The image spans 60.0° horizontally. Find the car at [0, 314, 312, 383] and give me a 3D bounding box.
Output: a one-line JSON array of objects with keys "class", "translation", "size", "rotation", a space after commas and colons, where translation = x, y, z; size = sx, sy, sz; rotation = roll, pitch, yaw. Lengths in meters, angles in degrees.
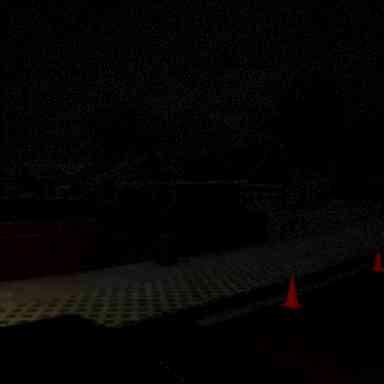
[{"class": "car", "translation": [-1.334, 1.605, 1.698], "size": [4.718, 1.301, 1.895], "rotation": [1, -1, -37]}]

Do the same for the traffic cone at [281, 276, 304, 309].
[{"class": "traffic cone", "translation": [2.053, 2.025, 6.794], "size": [0.340, 0.580, 0.340], "rotation": [1, -1, -41]}]

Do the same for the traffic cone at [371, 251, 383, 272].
[{"class": "traffic cone", "translation": [5.633, 2.076, 10.058], "size": [0.340, 0.580, 0.340], "rotation": [1, -1, -44]}]
